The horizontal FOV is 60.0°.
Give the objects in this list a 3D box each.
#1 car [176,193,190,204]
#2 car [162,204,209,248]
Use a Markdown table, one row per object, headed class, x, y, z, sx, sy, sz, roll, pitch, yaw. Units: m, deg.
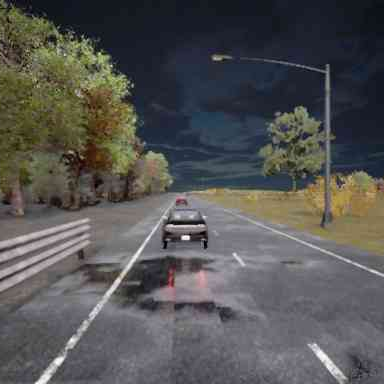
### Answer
| class | x | y | z | sx | sy | sz | roll | pitch | yaw |
| --- | --- | --- | --- | --- | --- | --- | --- | --- | --- |
| car | -1.747 | 1.468 | 57.562 | 1.882 | 1.535 | 5.008 | 0 | 0 | -2 |
| car | -0.311 | 1.492 | 14.751 | 2.128 | 1.511 | 4.902 | 0 | 0 | -2 |
